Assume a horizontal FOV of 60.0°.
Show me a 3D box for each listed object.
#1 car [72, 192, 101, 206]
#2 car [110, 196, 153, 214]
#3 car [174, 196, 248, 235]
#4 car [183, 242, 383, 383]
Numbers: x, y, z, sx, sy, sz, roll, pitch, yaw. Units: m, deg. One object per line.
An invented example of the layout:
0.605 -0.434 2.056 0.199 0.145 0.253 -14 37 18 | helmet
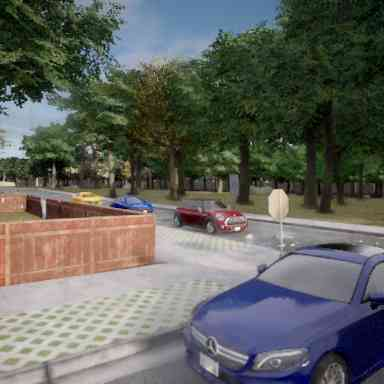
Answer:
-11.135 0.808 35.019 1.882 1.535 5.008 -2 2 -35 | car
-4.816 1.075 26.087 1.882 1.535 5.008 -2 2 -35 | car
0.915 1.150 18.000 2.097 1.767 4.553 -2 2 -35 | car
2.068 1.529 4.801 4.674 1.442 1.812 0 0 -35 | car
